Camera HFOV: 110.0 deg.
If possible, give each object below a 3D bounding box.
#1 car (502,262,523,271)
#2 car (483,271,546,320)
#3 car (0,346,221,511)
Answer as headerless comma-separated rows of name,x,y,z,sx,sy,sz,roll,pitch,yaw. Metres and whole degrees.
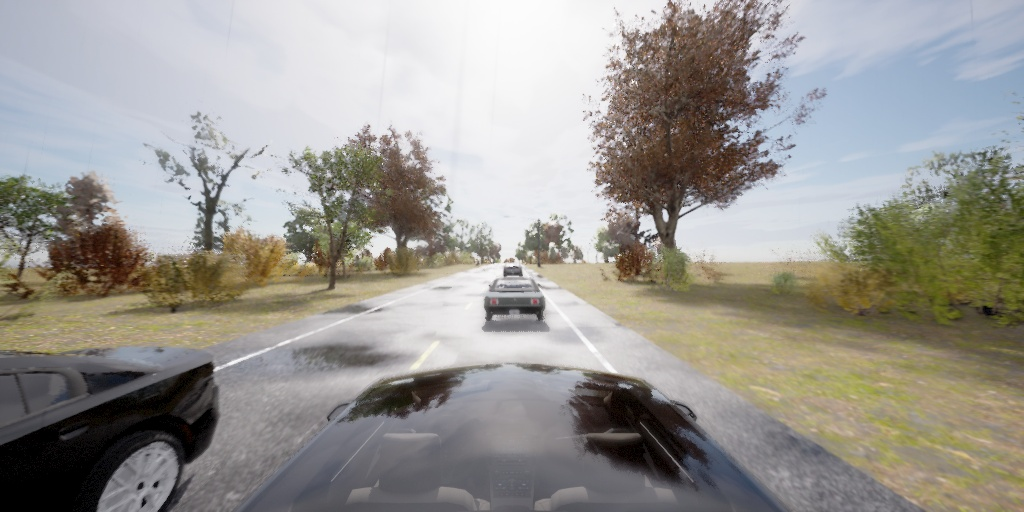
car,0.079,1.366,35.425,2.128,1.511,4.902,0,0,0
car,0.081,1.381,12.794,1.895,1.301,4.718,0,0,0
car,-3.590,1.227,1.142,1.882,1.535,5.008,0,0,0
